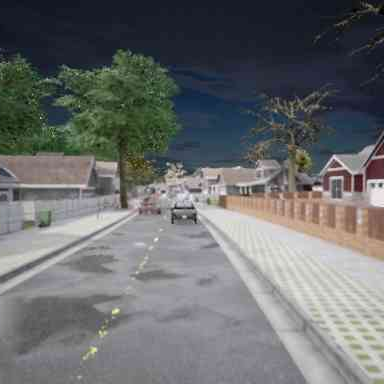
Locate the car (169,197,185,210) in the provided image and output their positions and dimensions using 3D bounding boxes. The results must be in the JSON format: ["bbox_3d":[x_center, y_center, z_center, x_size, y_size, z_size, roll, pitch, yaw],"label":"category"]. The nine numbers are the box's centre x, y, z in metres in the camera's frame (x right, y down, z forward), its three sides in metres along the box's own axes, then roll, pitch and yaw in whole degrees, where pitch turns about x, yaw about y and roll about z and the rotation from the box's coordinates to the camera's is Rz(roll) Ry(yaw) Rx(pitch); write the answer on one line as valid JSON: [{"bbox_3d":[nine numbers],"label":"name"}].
[{"bbox_3d":[-1.924,1.432,42.335,1.812,1.442,4.674,0,0,-5],"label":"car"}]

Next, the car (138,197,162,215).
[{"bbox_3d":[-4.052,1.278,32.725,2.097,1.767,4.553,0,0,-4],"label":"car"}]

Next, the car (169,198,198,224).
[{"bbox_3d":[-0.625,1.431,24.494,2.128,1.511,4.902,0,0,-3],"label":"car"}]
